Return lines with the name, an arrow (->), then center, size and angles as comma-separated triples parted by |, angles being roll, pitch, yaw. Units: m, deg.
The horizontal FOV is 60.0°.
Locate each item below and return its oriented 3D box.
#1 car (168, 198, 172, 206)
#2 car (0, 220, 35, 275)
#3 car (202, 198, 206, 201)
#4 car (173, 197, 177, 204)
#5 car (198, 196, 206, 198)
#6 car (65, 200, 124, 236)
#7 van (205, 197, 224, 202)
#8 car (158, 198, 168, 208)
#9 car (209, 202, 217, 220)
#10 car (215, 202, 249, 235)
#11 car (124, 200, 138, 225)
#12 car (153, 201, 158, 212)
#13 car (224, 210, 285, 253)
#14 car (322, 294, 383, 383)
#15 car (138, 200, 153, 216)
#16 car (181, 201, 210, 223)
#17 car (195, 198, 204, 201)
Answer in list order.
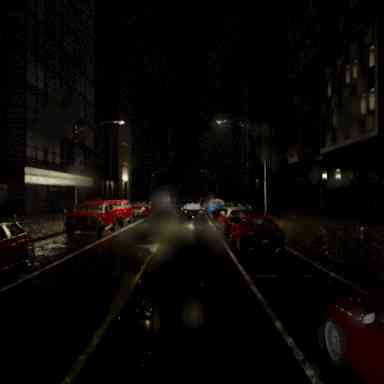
car -> -5.861, 2.284, 70.541 | 1.752, 1.417, 4.829 | 0, -1, 0
car -> -5.858, 1.525, 8.680 | 1.967, 1.590, 4.097 | 0, -1, 0
car -> 2.666, 2.087, 53.984 | 1.752, 1.417, 4.829 | 0, -1, 1
car -> -5.860, 2.586, 93.270 | 1.802, 1.307, 4.206 | 0, -1, 0
car -> 2.665, 2.010, 65.053 | 2.192, 1.841, 5.009 | 0, -1, 0
car -> -5.858, 1.509, 19.960 | 2.192, 1.841, 5.009 | 0, -1, 0
van -> 2.666, 1.706, 36.863 | 1.690, 1.788, 3.998 | 0, -1, 0
car -> -5.867, 2.149, 59.229 | 1.752, 1.417, 4.829 | 0, -1, 1
car -> 2.667, 1.871, 31.222 | 1.947, 1.339, 4.313 | 0, -1, 0
car -> 2.668, 1.634, 19.945 | 1.967, 1.590, 4.097 | 0, -1, 0
car -> -5.858, 1.564, 25.599 | 2.192, 1.841, 5.009 | 0, -1, 0
car -> -5.859, 1.867, 42.515 | 1.967, 1.590, 4.097 | 0, -1, 0
car -> 2.668, 1.684, 14.306 | 1.887, 1.381, 4.507 | 0, -1, 0
car -> 2.668, 1.613, 3.027 | 1.802, 1.307, 4.206 | 0, -1, 0
car -> -5.859, 1.805, 36.877 | 1.967, 1.590, 4.097 | 0, -1, 0
car -> 0.101, 1.763, 27.997 | 2.128, 1.511, 4.902 | 0, -1, 0
car -> 0.099, 1.947, 45.291 | 2.128, 1.511, 4.902 | 0, -1, 0
